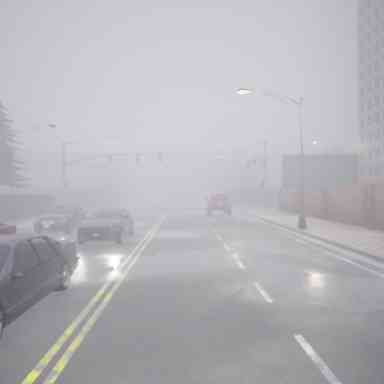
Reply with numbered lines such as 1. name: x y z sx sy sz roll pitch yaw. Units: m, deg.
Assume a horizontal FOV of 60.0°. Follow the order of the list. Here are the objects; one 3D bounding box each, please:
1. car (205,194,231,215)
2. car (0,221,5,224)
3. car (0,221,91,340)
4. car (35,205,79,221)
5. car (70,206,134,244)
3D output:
1. car: 2.604 1.192 33.624 2.150 2.045 5.566 0 0 -1
2. car: -7.359 1.519 10.308 1.882 1.535 5.008 0 0 -2
3. car: -3.747 1.568 6.326 2.033 1.411 5.357 0 0 -2
4. car: -7.612 1.531 19.808 2.128 1.511 4.902 0 0 -1
5. car: -4.016 1.496 16.128 1.882 1.535 5.008 0 0 -2
